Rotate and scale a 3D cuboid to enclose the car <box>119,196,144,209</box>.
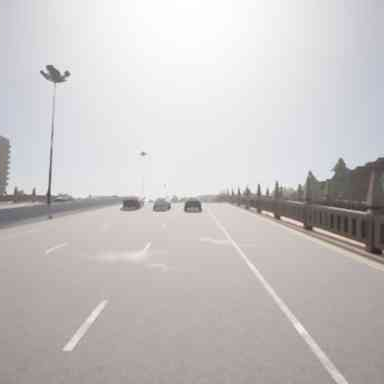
[{"bbox_3d":[-6.899,1.182,39.513,1.882,1.535,5.008,0,0,0],"label":"car"}]

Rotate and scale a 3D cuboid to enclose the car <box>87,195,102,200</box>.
[{"bbox_3d":[-17.497,1.315,60.738,2.033,1.411,5.357,0,-2,0],"label":"car"}]

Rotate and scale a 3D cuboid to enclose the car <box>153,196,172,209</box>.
[{"bbox_3d":[-3.398,1.235,38.842,1.812,1.442,4.674,0,0,0],"label":"car"}]

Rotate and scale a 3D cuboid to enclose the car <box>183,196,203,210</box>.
[{"bbox_3d":[0.101,1.228,37.129,1.837,1.490,4.892,0,1,0],"label":"car"}]

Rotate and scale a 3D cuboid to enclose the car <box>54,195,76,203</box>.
[{"bbox_3d":[-21.029,1.180,55.291,2.033,1.411,5.357,0,-1,1],"label":"car"}]

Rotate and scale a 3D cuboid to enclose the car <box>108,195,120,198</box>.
[{"bbox_3d":[-13.998,1.286,60.665,1.837,1.490,4.892,0,-2,0],"label":"car"}]
